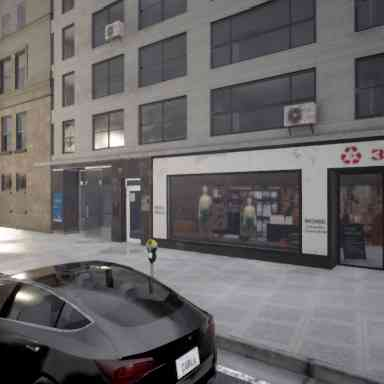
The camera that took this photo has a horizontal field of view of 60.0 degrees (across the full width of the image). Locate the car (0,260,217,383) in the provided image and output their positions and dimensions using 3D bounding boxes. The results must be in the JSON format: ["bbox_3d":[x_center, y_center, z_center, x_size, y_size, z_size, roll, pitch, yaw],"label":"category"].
[{"bbox_3d":[-1.725,1.566,4.200,4.313,1.339,1.947,0,0,36],"label":"car"}]
